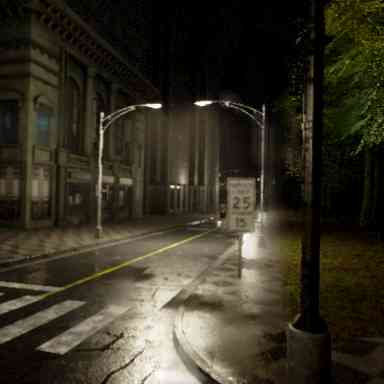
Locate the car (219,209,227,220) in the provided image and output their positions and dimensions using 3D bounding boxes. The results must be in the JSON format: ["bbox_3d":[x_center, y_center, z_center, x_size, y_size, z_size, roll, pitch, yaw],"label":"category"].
[{"bbox_3d":[5.123,3.206,47.977,1.882,1.535,5.008,1,-2,14],"label":"car"}]

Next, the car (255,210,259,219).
[{"bbox_3d":[9.479,3.450,52.858,1.882,1.535,5.008,1,-2,14],"label":"car"}]
